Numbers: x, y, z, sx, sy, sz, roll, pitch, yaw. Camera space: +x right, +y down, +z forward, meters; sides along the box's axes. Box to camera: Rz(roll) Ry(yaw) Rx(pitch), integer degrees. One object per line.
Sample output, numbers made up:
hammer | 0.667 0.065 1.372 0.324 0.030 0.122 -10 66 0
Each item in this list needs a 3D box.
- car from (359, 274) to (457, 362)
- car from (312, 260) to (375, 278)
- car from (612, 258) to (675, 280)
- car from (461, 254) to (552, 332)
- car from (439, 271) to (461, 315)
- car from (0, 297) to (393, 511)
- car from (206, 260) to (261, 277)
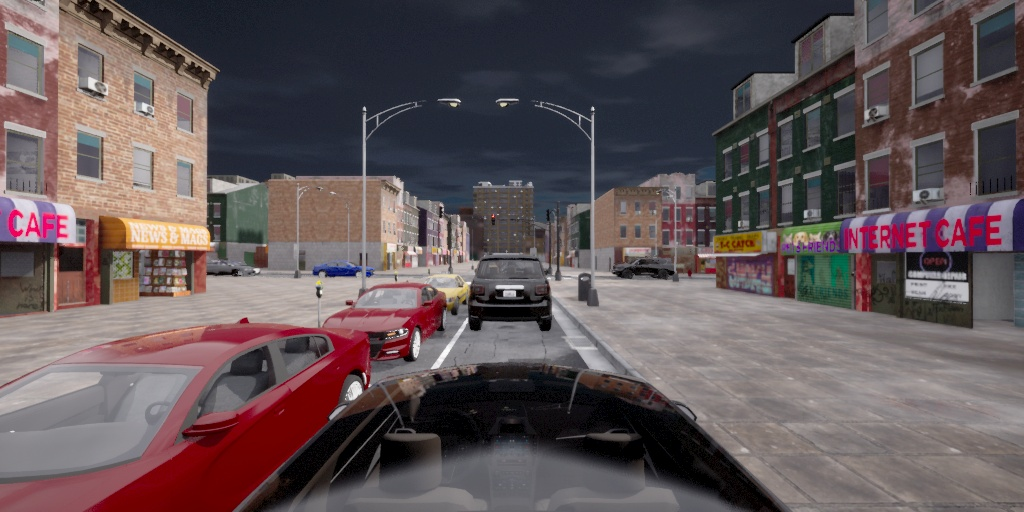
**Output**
car | -2.637 1.298 8.255 1.888 1.381 4.507 0 0 0
car | -14.385 1.155 30.837 5.008 1.535 1.882 0 0 -2
car | 12.398 1.165 33.940 5.566 2.045 2.150 1 0 0
car | -0.028 0.976 11.075 2.150 2.045 5.566 0 0 1
car | -2.637 1.282 13.579 1.751 1.417 4.829 0 0 0
car | -2.637 1.295 2.761 1.888 1.381 4.507 0 0 0
car | -24.324 1.100 30.789 4.902 1.511 2.128 0 0 0
